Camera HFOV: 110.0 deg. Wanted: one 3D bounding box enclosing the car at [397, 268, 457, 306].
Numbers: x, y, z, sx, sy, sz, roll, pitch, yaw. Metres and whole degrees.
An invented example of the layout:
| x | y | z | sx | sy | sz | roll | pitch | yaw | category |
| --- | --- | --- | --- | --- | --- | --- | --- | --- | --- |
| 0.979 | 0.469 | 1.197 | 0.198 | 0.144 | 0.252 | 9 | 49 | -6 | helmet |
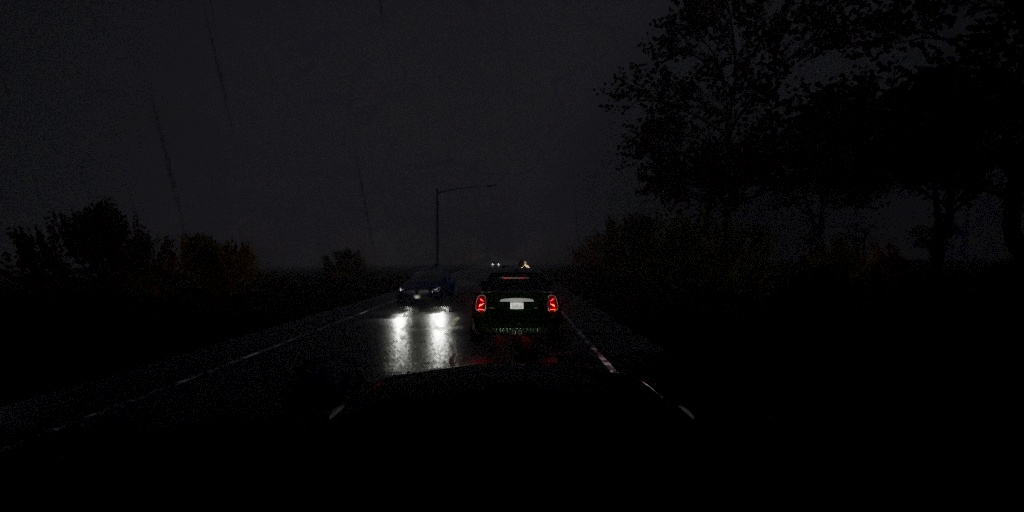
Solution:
| x | y | z | sx | sy | sz | roll | pitch | yaw | category |
| --- | --- | --- | --- | --- | --- | --- | --- | --- | --- |
| -3.581 | 1.270 | 15.822 | 1.812 | 1.442 | 4.674 | 0 | 0 | 0 | car |

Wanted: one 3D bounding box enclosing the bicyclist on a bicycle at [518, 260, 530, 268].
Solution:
| x | y | z | sx | sy | sz | roll | pitch | yaw | category |
| --- | --- | --- | --- | --- | --- | --- | --- | --- | --- |
| 0.957 | 1.177 | 25.736 | 0.866 | 1.612 | 1.509 | 0 | 0 | 1 | bicyclist on a bicycle |

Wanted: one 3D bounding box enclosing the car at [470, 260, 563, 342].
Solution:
| x | y | z | sx | sy | sz | roll | pitch | yaw | category |
| --- | --- | --- | --- | --- | --- | --- | --- | --- | --- |
| 0.107 | 1.099 | 9.913 | 2.097 | 1.767 | 4.553 | 0 | 0 | 0 | car |
